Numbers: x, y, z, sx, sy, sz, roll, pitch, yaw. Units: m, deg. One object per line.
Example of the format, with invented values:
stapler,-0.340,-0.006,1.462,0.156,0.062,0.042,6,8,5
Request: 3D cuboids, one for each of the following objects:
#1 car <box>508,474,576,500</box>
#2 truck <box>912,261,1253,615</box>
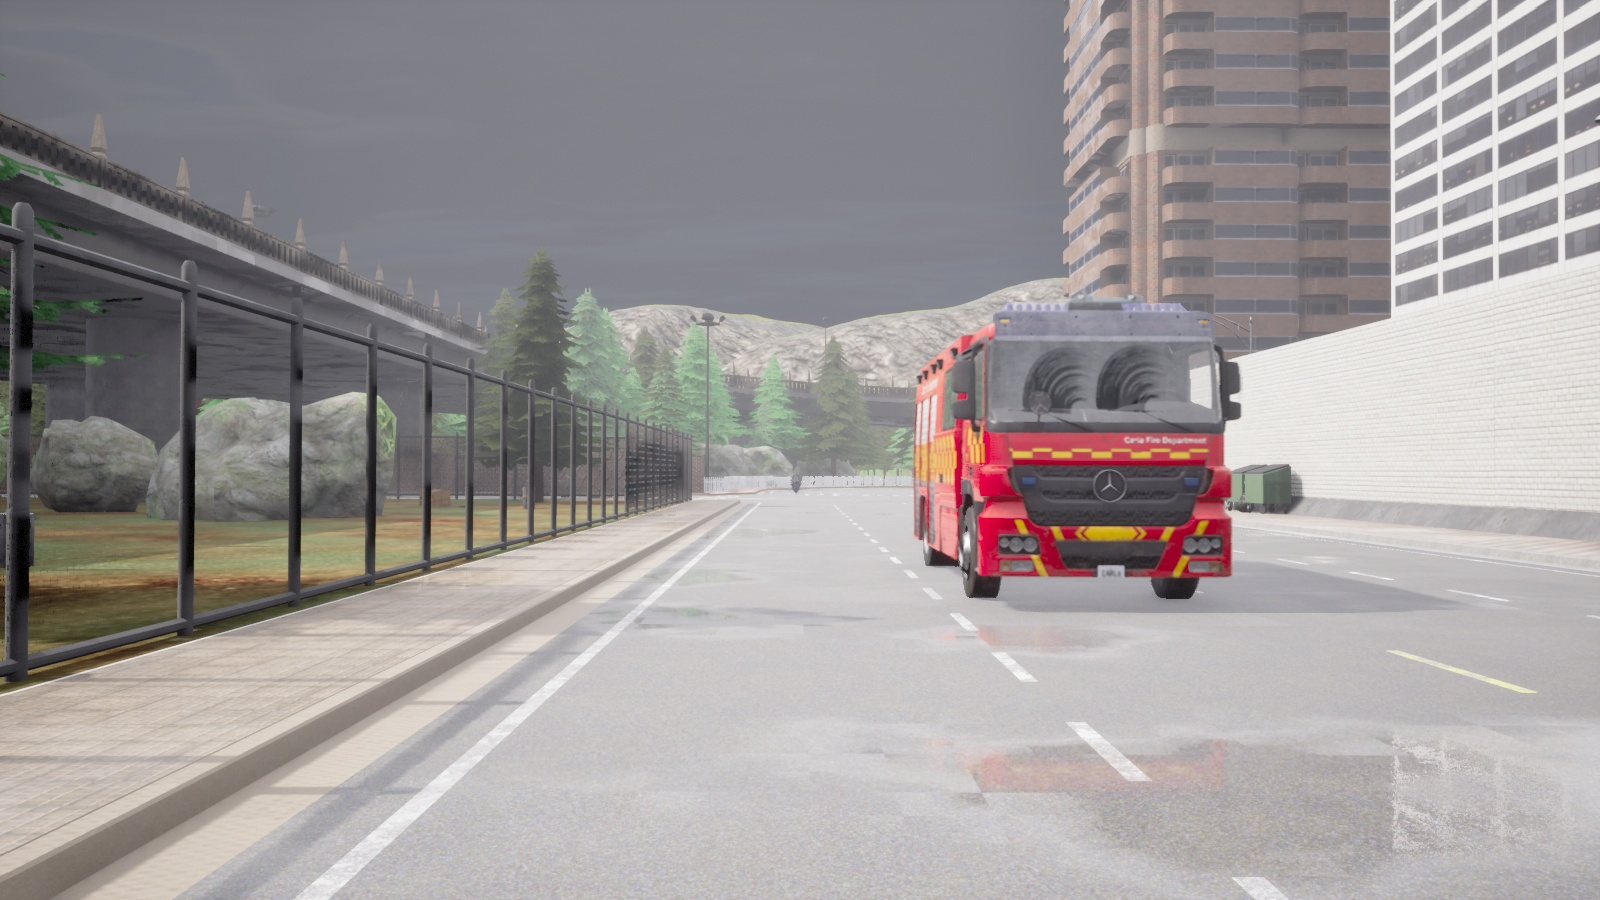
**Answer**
car,-15.279,2.192,74.443,3.633,1.501,1.845,0,-1,0
truck,3.445,-0.064,17.873,2.891,3.827,8.468,0,-1,0
